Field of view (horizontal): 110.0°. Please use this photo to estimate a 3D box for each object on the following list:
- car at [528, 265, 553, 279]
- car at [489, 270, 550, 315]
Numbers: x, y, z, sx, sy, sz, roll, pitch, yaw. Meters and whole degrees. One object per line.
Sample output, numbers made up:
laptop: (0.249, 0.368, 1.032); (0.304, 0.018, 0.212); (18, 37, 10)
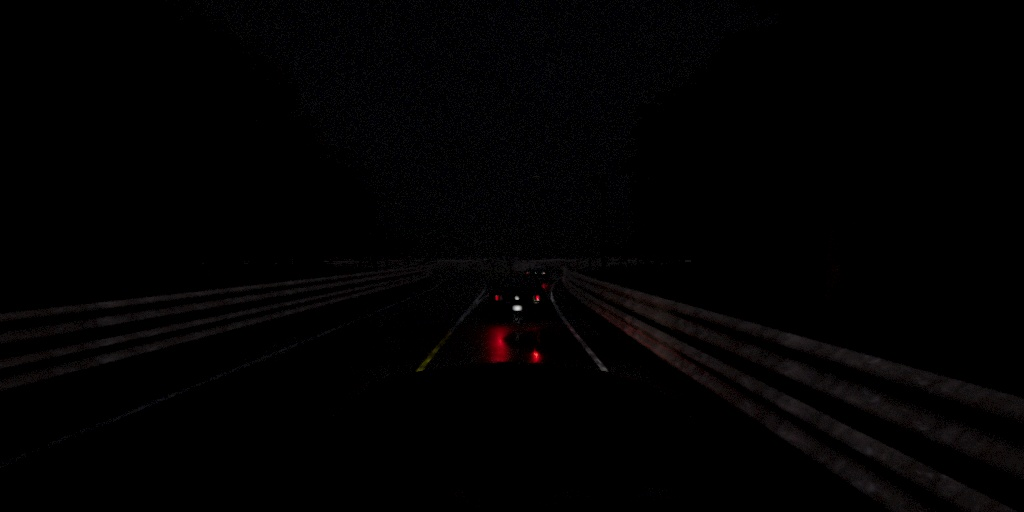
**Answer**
car: (2.355, 1.401, 30.615); (1.895, 1.301, 4.718); (0, 0, 12)
car: (0.268, 1.374, 13.676); (1.895, 1.301, 4.718); (0, 0, 2)
